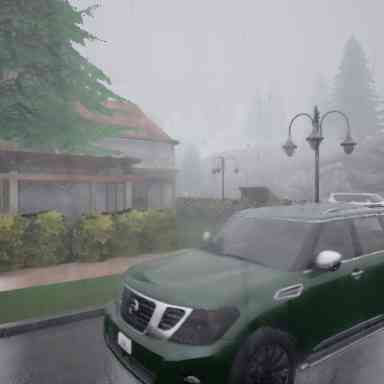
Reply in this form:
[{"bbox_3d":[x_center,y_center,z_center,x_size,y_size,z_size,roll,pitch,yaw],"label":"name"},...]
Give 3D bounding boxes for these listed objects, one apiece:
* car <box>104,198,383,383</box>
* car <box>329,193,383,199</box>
[{"bbox_3d":[1.558,1.223,5.071,5.566,2.045,2.150,0,0,-35],"label":"car"},{"bbox_3d":[12.278,1.067,23.597,2.150,2.045,5.566,0,0,-33],"label":"car"}]
